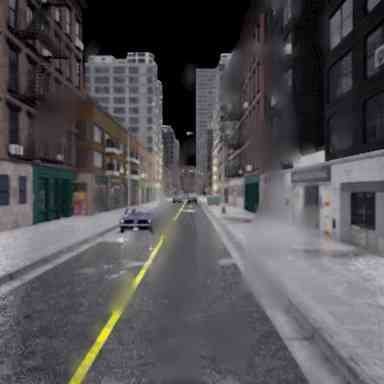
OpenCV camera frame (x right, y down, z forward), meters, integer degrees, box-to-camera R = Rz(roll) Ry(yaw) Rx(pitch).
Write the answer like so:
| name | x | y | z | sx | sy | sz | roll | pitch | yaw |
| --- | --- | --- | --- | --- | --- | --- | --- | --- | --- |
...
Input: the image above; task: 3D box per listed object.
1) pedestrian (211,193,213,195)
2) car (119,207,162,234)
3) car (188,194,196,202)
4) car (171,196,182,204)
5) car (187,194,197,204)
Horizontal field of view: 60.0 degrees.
| name | x | y | z | sx | sy | sz | roll | pitch | yaw |
| --- | --- | --- | --- | --- | --- | --- | --- | --- | --- |
| pedestrian | 3.028 | 1.047 | 49.814 | 0.375 | 1.860 | 0.375 | -1 | 1 | -14 |
| car | -2.843 | 1.559 | 19.069 | 1.895 | 1.301 | 4.718 | 0 | 0 | 0 |
| car | 0.026 | 1.287 | 72.445 | 1.837 | 1.490 | 4.892 | 0 | 0 | 0 |
| car | -2.744 | 1.439 | 61.907 | 2.033 | 1.411 | 5.357 | 0 | 0 | 1 |
| car | 0.041 | 1.397 | 60.491 | 1.837 | 1.490 | 4.892 | 0 | -1 | 1 |
